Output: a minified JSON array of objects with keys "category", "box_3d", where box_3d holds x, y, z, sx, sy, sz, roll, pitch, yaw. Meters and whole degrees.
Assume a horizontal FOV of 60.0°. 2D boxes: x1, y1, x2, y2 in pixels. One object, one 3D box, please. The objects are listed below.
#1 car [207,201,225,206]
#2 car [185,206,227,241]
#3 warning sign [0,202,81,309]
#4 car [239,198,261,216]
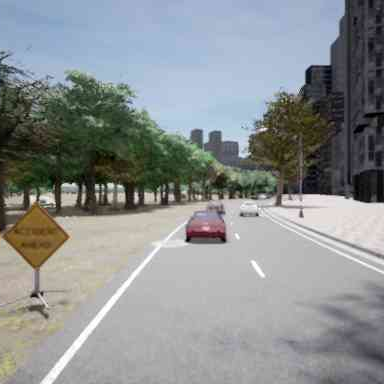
[{"category":"car","box_3d":[2.505,1.664,35.492,2.033,1.411,5.357,0,0,8]},{"category":"car","box_3d":[0.744,1.617,17.085,1.994,1.385,4.181,0,0,4]},{"category":"warning sign","box_3d":[-2.969,1.129,6.378,1.300,1.860,1.060,0,0,2]},{"category":"car","box_3d":[5.774,1.641,33.803,1.812,1.442,4.674,0,0,8]}]
